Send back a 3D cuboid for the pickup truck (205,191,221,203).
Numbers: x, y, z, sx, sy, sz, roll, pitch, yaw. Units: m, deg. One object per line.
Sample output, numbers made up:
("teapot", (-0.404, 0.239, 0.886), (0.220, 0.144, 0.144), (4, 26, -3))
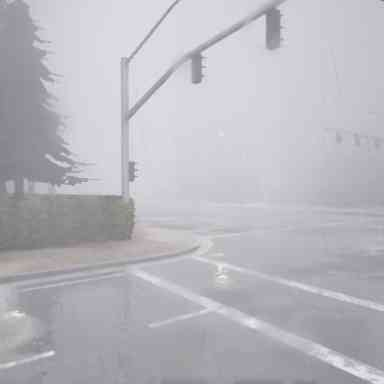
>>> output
("pickup truck", (3.840, 0.823, 60.049), (2.390, 2.098, 6.274), (0, 0, -6))
